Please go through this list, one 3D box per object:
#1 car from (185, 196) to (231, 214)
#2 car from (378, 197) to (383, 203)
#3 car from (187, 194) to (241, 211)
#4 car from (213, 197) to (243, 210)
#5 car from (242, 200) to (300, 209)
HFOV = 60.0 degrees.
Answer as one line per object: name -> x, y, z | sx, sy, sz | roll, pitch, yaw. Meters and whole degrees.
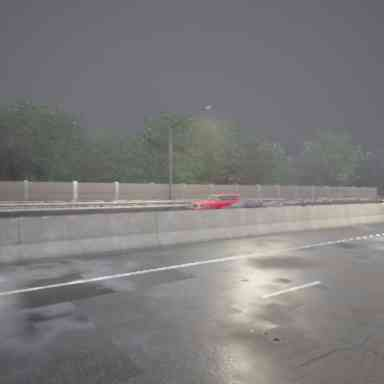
car -> 1.696, 1.343, 35.340 | 4.553, 1.767, 2.097 | 0, 0, -36
car -> 35.197, 1.381, 59.307 | 4.553, 1.767, 2.097 | 0, 0, -36
car -> 2.466, 1.213, 31.586 | 5.566, 2.045, 2.150 | 0, 0, -36
car -> 4.544, 1.469, 28.770 | 5.008, 1.535, 1.882 | 0, 0, -36
car -> 6.639, 1.483, 25.965 | 4.902, 1.511, 2.128 | 0, 0, -36
